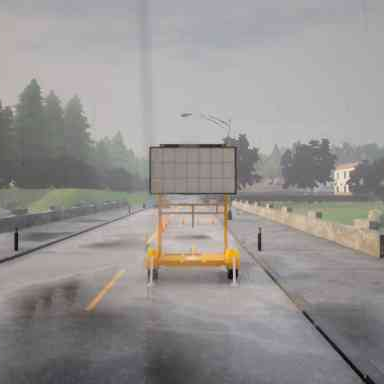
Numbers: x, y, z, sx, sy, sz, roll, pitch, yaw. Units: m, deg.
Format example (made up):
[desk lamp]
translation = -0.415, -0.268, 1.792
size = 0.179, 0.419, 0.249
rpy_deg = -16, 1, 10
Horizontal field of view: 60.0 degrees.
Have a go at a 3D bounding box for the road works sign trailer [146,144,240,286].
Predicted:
[road works sign trailer]
translation = 0.026, 0.464, 9.353
size = 2.380, 3.560, 2.880
rpy_deg = 0, 0, 0

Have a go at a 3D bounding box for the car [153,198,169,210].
[car]
translation = -3.979, 1.547, 43.885
size = 2.033, 1.411, 5.357
rpy_deg = 0, 0, 0
